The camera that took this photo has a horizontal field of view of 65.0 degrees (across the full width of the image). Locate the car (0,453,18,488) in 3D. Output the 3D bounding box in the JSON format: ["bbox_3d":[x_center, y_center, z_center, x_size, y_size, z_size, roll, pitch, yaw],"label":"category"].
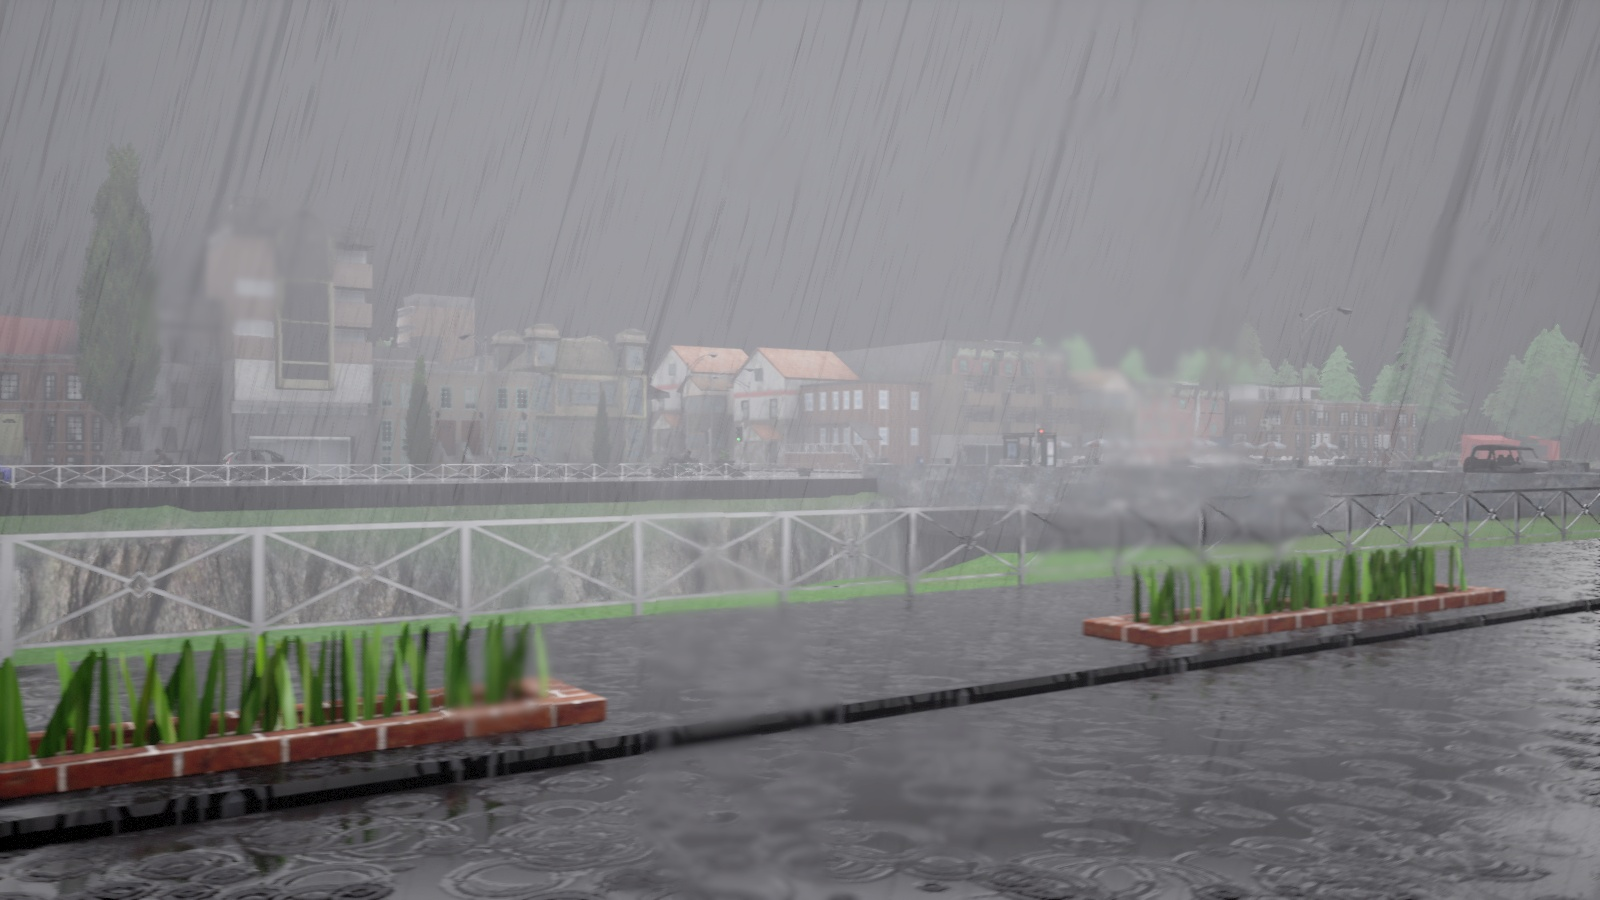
[{"bbox_3d":[-36.413,0.901,54.112,4.514,1.525,2.007,0,0,-35],"label":"car"}]

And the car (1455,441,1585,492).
[{"bbox_3d":[27.430,0.600,47.941,1.905,1.878,3.866,0,0,-35],"label":"car"}]

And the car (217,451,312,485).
[{"bbox_3d":[-26.122,0.848,61.280,3.988,1.617,1.851,0,0,-35],"label":"car"}]

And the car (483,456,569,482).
[{"bbox_3d":[-15.028,1.010,69.005,4.181,1.385,1.994,0,0,-35],"label":"car"}]
